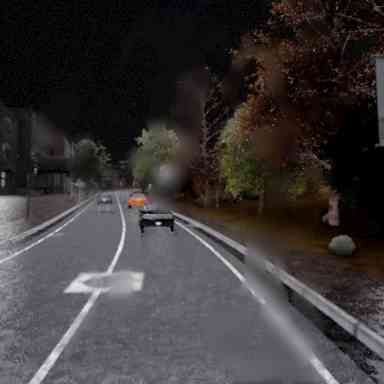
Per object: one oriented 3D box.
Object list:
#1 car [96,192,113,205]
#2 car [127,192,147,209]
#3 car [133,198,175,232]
[{"bbox_3d":[-11.171,0.806,42.713,2.128,1.511,4.902,1,1,-13],"label":"car"},{"bbox_3d":[-6.053,0.850,36.984,2.097,1.767,4.553,1,1,-13],"label":"car"},{"bbox_3d":[-2.161,1.343,19.337,2.128,1.511,4.902,1,1,-11],"label":"car"}]
